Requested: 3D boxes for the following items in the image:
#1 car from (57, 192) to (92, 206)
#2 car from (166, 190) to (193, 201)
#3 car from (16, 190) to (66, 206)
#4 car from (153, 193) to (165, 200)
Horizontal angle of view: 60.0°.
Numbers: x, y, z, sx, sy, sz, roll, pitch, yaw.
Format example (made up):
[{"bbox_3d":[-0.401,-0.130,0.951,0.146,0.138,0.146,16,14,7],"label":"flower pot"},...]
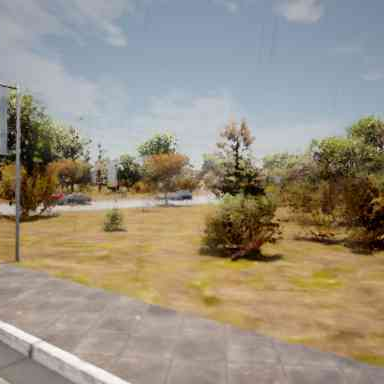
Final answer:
[{"bbox_3d":[-15.418,1.030,43.131,1.837,1.490,4.892,1,1,39],"label":"car"},{"bbox_3d":[-1.870,0.625,59.994,2.097,1.767,4.553,1,2,37],"label":"car"},{"bbox_3d":[-19.627,0.711,43.472,2.150,2.045,5.566,1,1,39],"label":"car"},{"bbox_3d":[-5.110,0.846,61.539,1.895,1.301,4.718,1,2,38],"label":"car"}]
